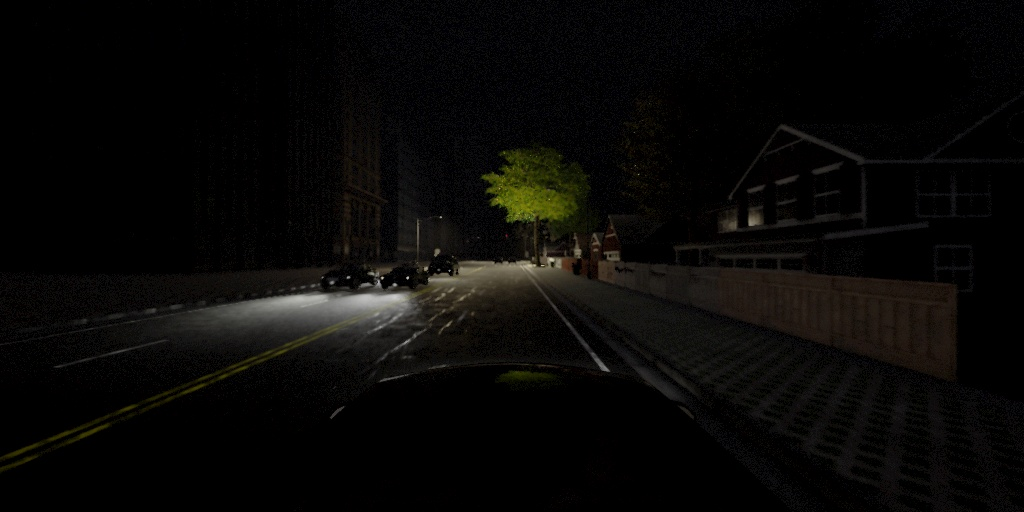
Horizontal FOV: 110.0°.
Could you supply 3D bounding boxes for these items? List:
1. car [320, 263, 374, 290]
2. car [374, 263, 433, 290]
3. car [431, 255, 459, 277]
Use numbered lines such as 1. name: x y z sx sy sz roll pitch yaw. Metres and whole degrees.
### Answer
1. car: -9.759 1.186 21.923 2.128 1.511 4.902 0 0 1
2. car: -6.506 1.295 22.159 1.895 1.301 4.718 0 0 1
3. car: -6.492 0.896 34.715 2.150 2.045 5.566 0 0 1
